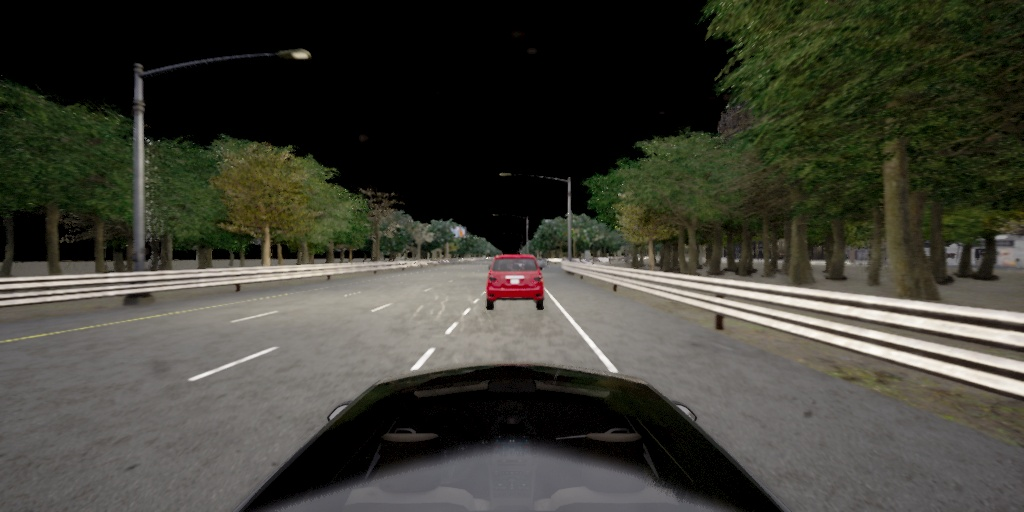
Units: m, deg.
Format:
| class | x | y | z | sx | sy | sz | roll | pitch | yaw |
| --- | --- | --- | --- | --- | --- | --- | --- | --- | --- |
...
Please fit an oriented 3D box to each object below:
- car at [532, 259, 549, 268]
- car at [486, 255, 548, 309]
| class | x | y | z | sx | sy | sz | roll | pitch | yaw |
| --- | --- | --- | --- | --- | --- | --- | --- | --- | --- |
| car | 4.890 | 1.294 | 61.633 | 1.994 | 1.385 | 4.181 | 0 | 0 | 19 |
| car | 0.137 | 0.975 | 15.059 | 2.150 | 2.045 | 5.566 | 0 | 0 | 1 |
